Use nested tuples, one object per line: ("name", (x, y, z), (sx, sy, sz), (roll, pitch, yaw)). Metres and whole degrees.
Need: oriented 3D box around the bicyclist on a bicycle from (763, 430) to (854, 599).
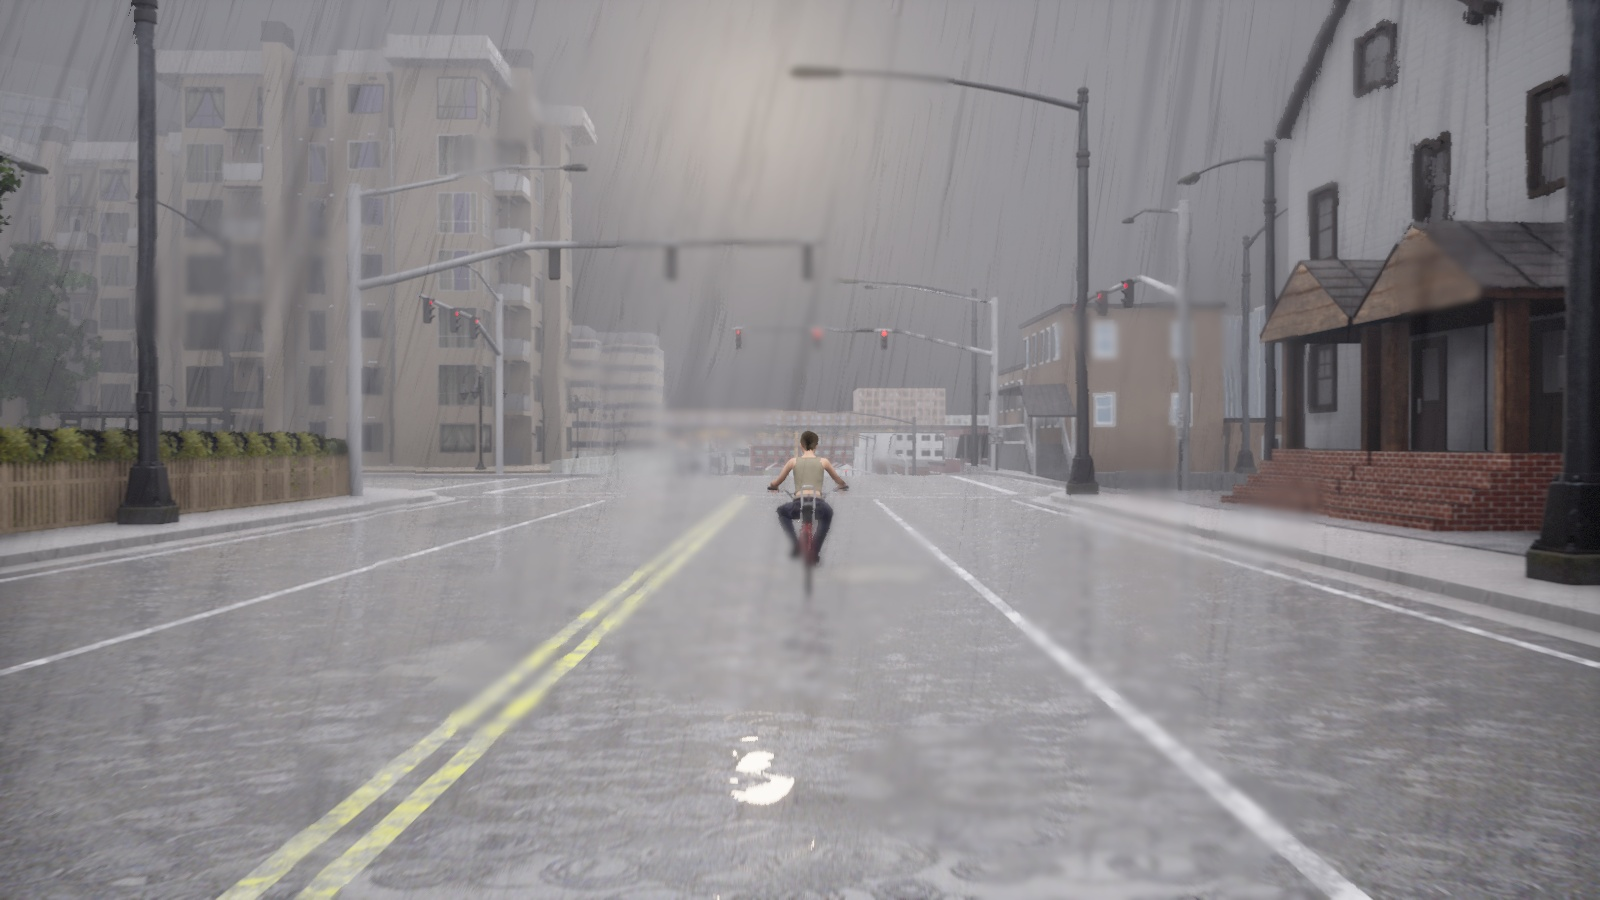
("bicyclist on a bicycle", (0.088, 0.611, 12.752), (0.866, 1.612, 1.509), (0, 0, 0))
